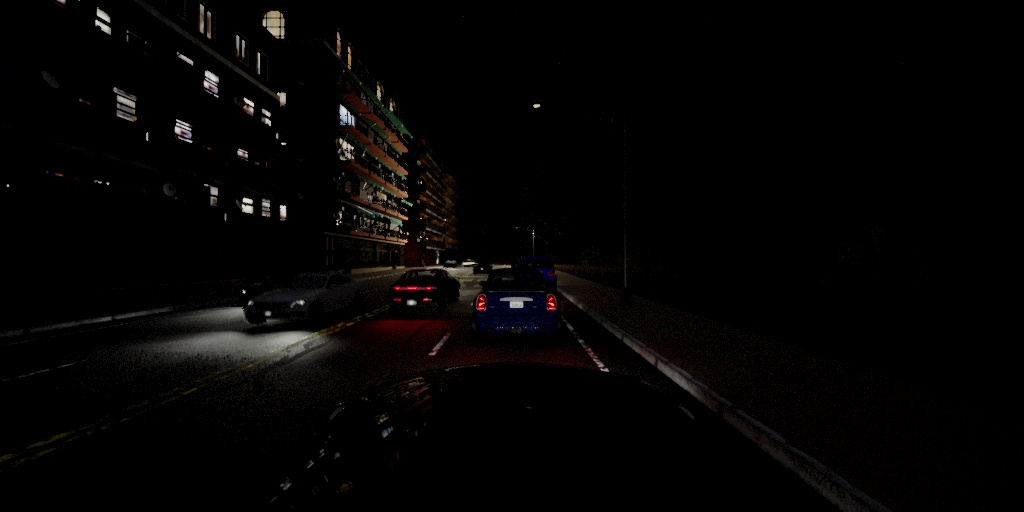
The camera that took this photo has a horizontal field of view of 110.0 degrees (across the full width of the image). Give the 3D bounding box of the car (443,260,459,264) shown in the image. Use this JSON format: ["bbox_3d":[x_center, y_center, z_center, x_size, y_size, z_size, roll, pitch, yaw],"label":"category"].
[{"bbox_3d":[-9.809,1.351,57.469,1.895,1.301,4.718,0,0,0],"label":"car"}]

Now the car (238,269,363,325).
[{"bbox_3d":[-6.596,1.277,12.012,1.812,1.442,4.674,0,0,0],"label":"car"}]

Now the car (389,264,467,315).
[{"bbox_3d":[-3.146,1.242,13.681,2.128,1.511,4.902,0,0,0],"label":"car"}]

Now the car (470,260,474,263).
[{"bbox_3d":[-3.132,1.316,39.514,1.994,1.385,4.181,0,0,0],"label":"car"}]

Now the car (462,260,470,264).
[{"bbox_3d":[-6.566,1.276,55.113,1.812,1.442,4.674,0,0,0],"label":"car"}]

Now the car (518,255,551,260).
[{"bbox_3d":[1.144,0.977,19.674,2.150,2.045,5.566,0,0,0],"label":"car"}]

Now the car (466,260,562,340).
[{"bbox_3d":[0.101,1.103,10.100,2.097,1.767,4.553,0,0,0],"label":"car"}]
